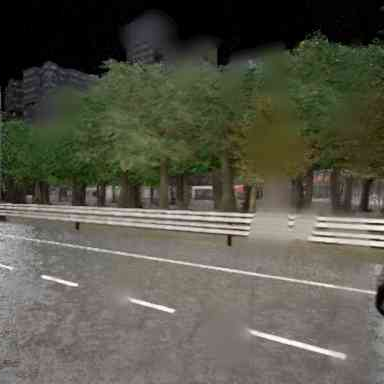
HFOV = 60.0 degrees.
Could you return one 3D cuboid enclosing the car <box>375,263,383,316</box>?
[{"bbox_3d":[5.515,1.223,4.234,5.566,2.045,2.150,0,0,35],"label":"car"}]
